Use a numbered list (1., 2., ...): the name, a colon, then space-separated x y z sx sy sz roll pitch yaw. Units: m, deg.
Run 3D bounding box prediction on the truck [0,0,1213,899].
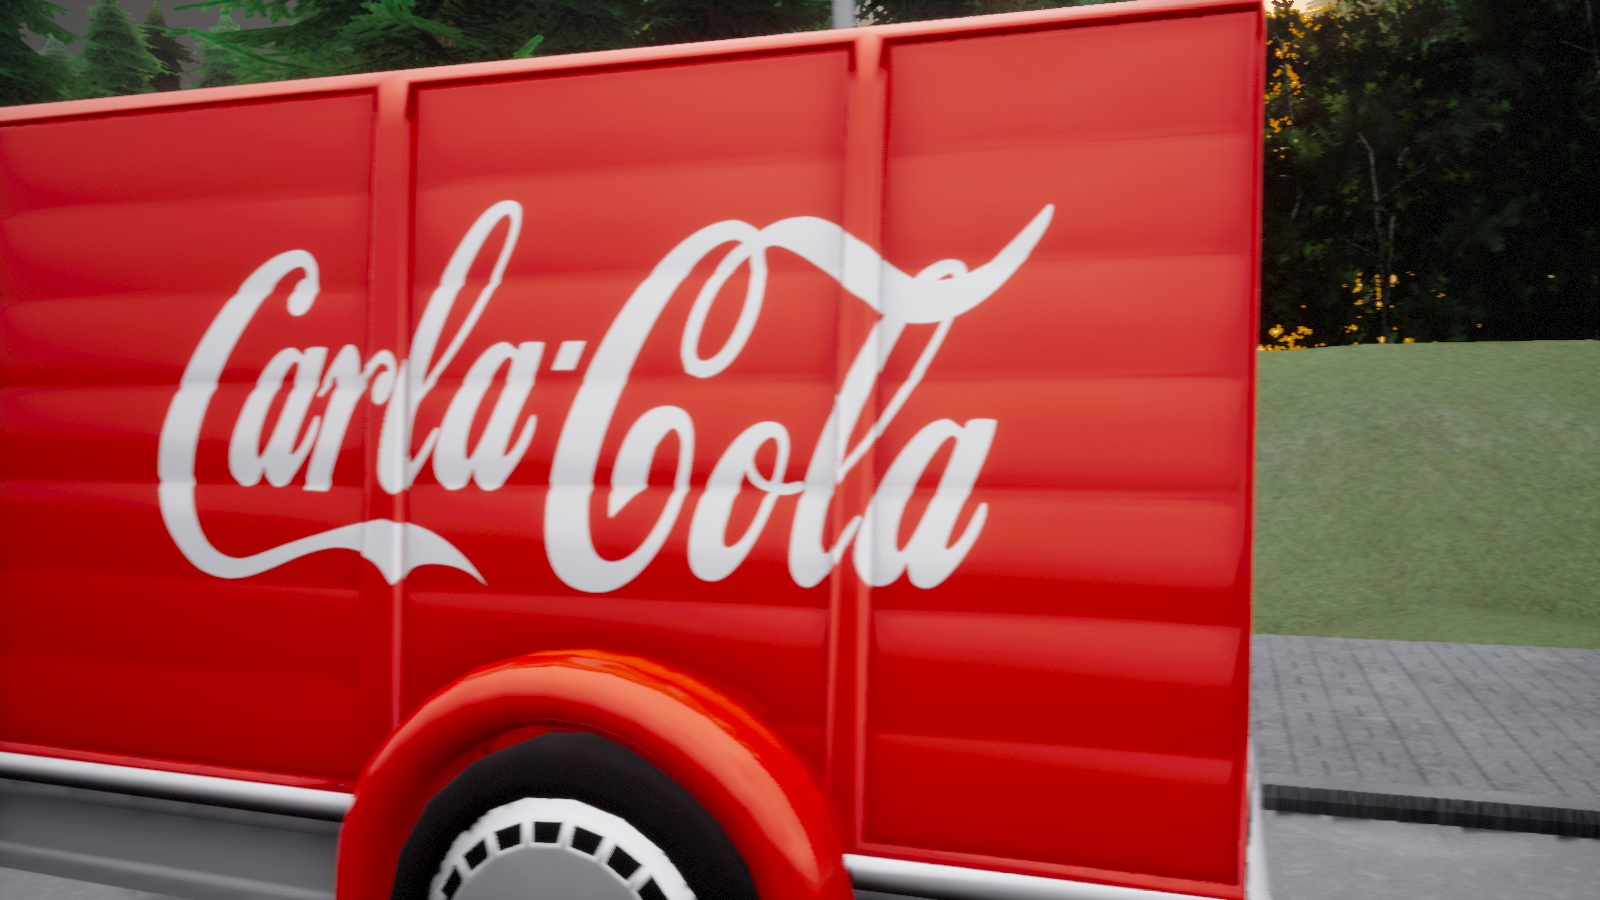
1. truck: -1.391 0.271 4.181 5.204 2.467 2.627 1 1 19
